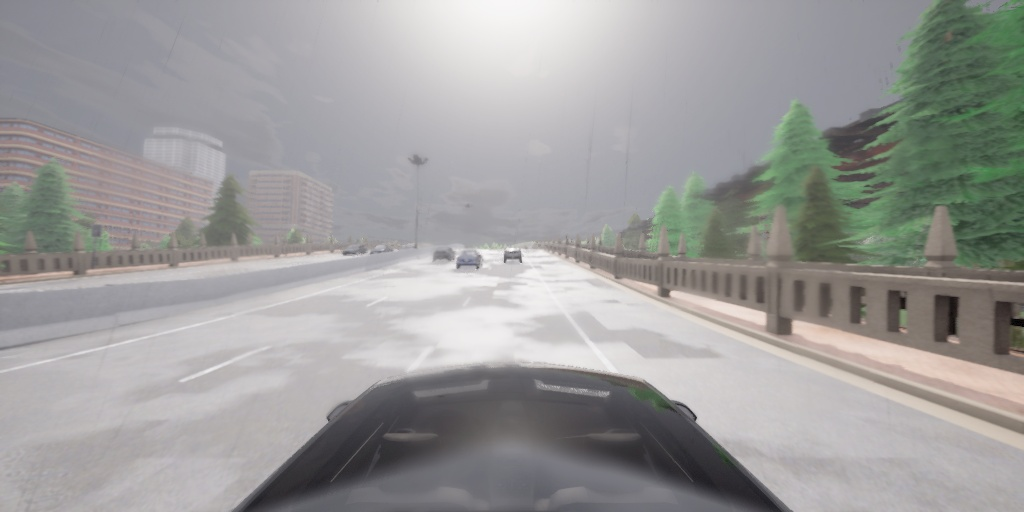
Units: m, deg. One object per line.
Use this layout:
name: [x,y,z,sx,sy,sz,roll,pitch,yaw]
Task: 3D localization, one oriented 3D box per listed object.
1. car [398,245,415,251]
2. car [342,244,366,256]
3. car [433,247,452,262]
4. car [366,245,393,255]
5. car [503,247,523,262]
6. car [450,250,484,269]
car: [-14.069,-0.747,48.538,1.994,1.385,4.181,0,3,0]
car: [-21.061,-0.795,48.325,1.837,1.490,4.892,0,4,0]
car: [-6.907,-0.192,37.084,1.837,1.490,4.892,0,3,0]
car: [-17.562,-0.780,48.465,1.812,1.442,4.674,0,3,0]
car: [0.092,-0.209,37.128,2.128,1.511,4.902,0,3,0]
car: [-3.435,0.248,29.690,2.033,1.411,5.357,0,3,0]
